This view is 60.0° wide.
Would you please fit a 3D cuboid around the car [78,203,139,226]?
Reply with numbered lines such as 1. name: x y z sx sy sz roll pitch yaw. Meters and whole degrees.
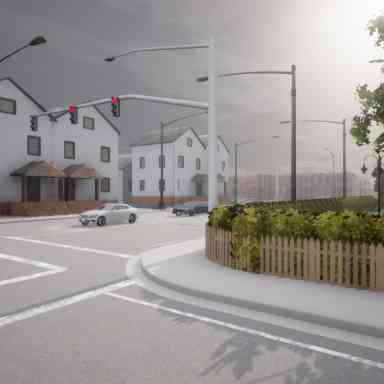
1. car: -5.729 1.526 23.473 1.812 1.442 4.674 0 0 35

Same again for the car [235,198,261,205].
1. car: 7.136 1.492 42.067 2.128 1.511 4.902 0 0 35

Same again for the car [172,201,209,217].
1. car: 0.305 1.547 32.210 2.033 1.411 5.357 0 0 35
